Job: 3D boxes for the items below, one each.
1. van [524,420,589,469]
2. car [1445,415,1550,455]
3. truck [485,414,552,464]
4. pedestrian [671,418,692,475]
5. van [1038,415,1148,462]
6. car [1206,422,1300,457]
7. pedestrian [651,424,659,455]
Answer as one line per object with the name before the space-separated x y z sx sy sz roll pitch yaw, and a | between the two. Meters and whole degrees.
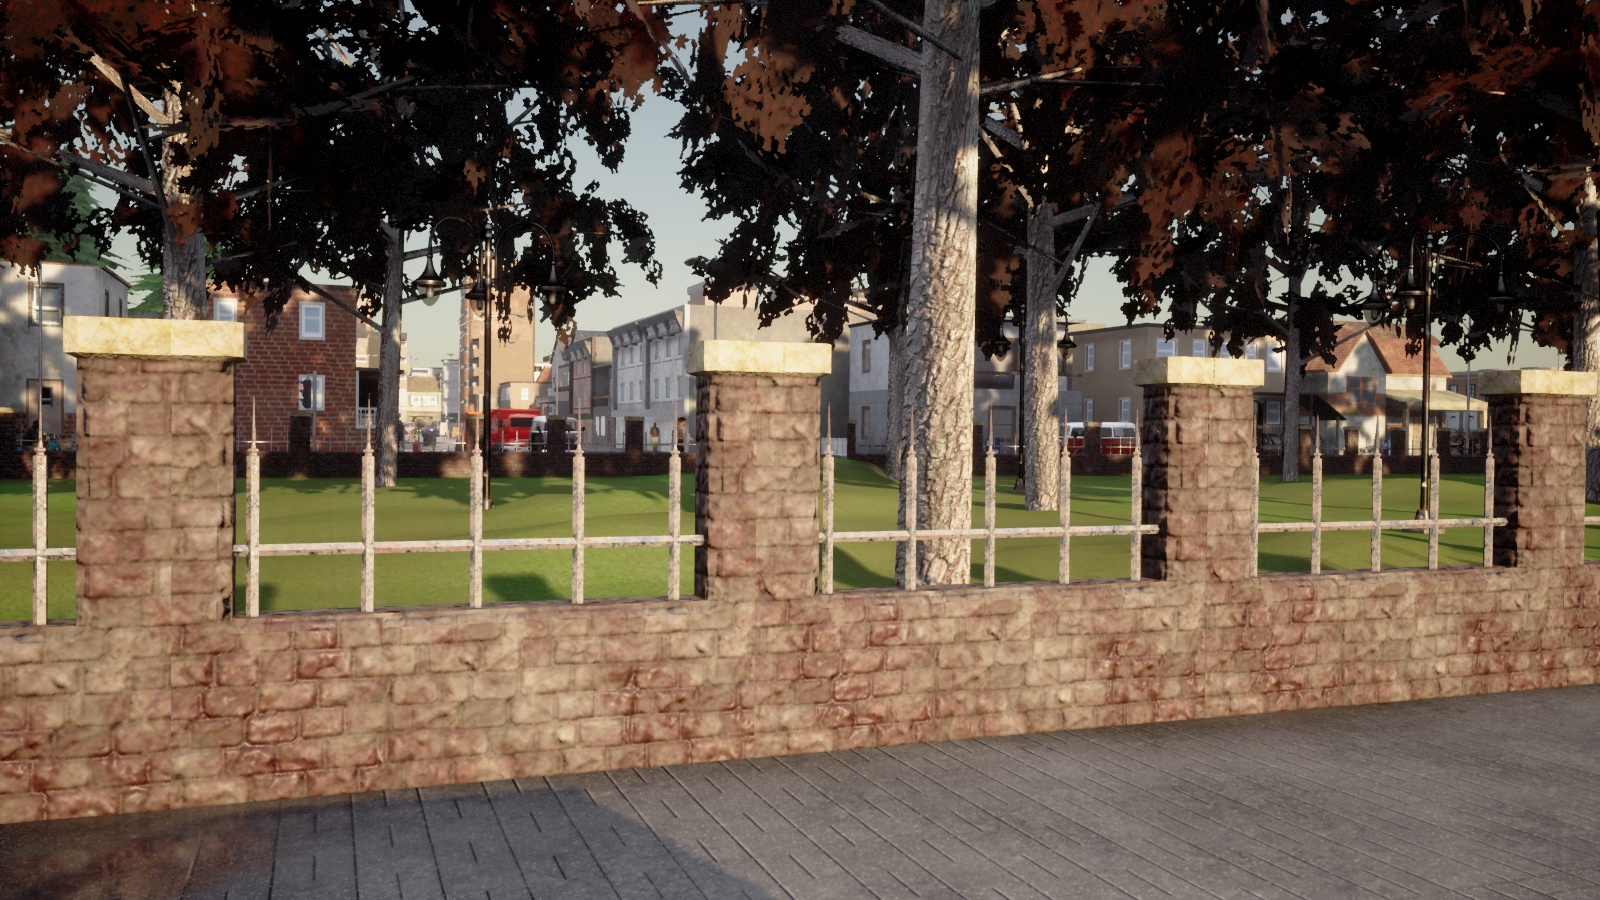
van | -10.687 -0.255 54.829 2.069 2.038 4.480 -1 1 -20
car | 33.770 -0.739 60.772 4.605 1.855 1.932 -1 1 -21
truck | -14.749 -0.596 65.562 2.627 2.467 5.204 -1 1 -21
pedestrian | -3.843 -0.114 40.781 0.594 1.836 0.345 -1 1 -21
van | 13.382 -0.555 57.302 4.480 2.038 2.069 -1 1 -21
car | 21.834 -0.524 60.518 3.988 1.617 1.851 -1 1 -21
pedestrian | -8.560 -0.605 74.080 0.431 1.840 0.703 -1 1 -9
